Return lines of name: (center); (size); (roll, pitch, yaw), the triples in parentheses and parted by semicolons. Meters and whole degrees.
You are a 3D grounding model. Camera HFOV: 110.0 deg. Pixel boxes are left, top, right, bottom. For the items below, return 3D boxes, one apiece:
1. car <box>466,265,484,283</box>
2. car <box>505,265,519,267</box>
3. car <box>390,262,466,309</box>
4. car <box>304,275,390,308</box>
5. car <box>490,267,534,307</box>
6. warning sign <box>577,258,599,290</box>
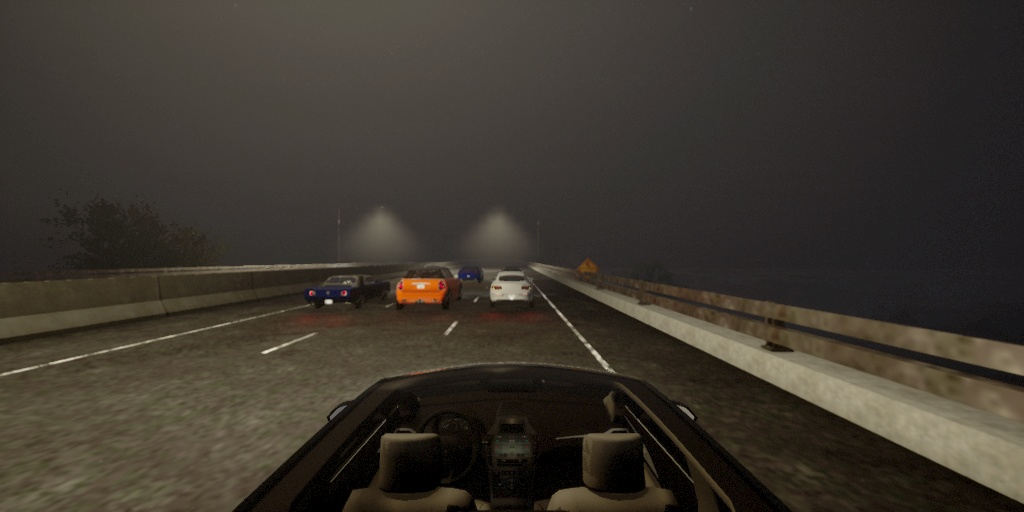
car: (-3.510, 1.493, 31.309); (1.882, 1.535, 5.008); (0, 0, 0)
car: (-0.011, 1.540, 31.230); (1.812, 1.442, 4.674); (0, 0, 0)
car: (-3.505, 1.229, 15.913); (2.097, 1.767, 4.553); (0, -1, 0)
car: (-7.006, 1.480, 15.948); (1.895, 1.301, 4.718); (0, 0, 0)
car: (-0.002, 1.408, 16.224); (1.812, 1.442, 4.674); (0, 0, 0)
warning sign: (4.539, 1.044, 21.460); (1.300, 1.860, 1.060); (0, 0, 0)
